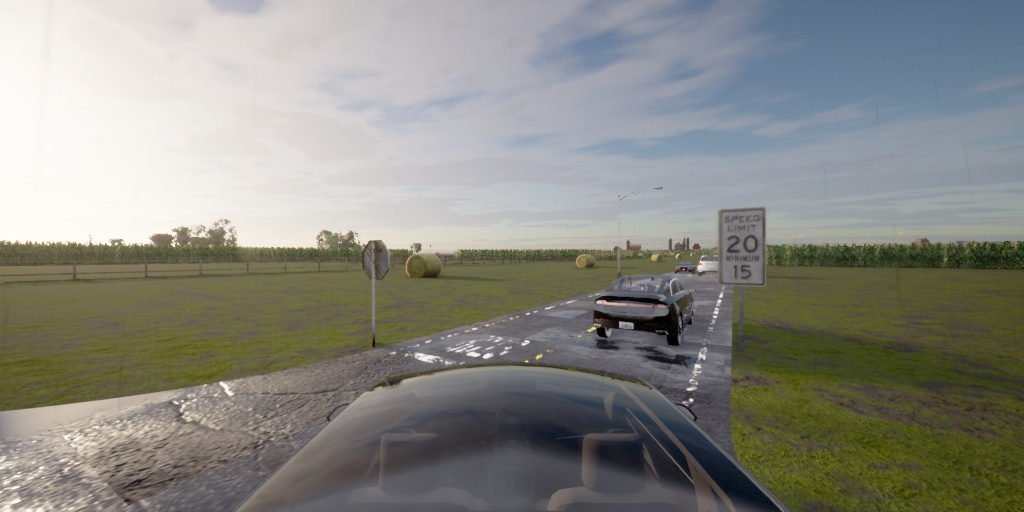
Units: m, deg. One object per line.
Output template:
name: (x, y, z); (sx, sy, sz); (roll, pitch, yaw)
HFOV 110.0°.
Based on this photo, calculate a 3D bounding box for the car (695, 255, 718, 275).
car: (20.151, 0.946, 36.093); (2.150, 2.045, 5.566); (0, 0, 33)

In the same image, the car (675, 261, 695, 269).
car: (19.857, 1.282, 40.943); (1.994, 1.385, 4.181); (0, 0, 32)

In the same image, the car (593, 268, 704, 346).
car: (3.670, 1.241, 9.566); (2.128, 1.511, 4.902); (0, 0, 32)
